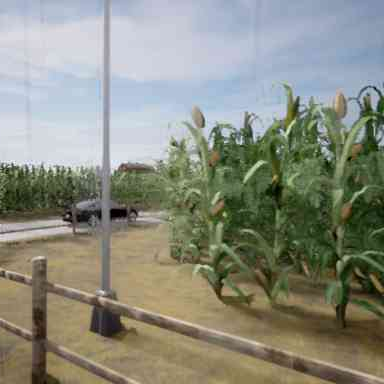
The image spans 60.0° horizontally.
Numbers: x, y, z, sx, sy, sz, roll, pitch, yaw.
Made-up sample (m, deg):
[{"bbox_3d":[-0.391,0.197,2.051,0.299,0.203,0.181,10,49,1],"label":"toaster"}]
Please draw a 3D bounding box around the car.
[{"bbox_3d":[-5.498,1.174,20.529,1.882,1.535,5.008,0,1,35],"label":"car"}]
